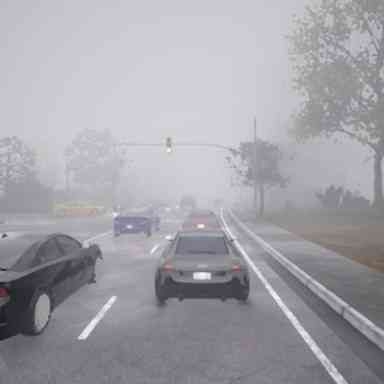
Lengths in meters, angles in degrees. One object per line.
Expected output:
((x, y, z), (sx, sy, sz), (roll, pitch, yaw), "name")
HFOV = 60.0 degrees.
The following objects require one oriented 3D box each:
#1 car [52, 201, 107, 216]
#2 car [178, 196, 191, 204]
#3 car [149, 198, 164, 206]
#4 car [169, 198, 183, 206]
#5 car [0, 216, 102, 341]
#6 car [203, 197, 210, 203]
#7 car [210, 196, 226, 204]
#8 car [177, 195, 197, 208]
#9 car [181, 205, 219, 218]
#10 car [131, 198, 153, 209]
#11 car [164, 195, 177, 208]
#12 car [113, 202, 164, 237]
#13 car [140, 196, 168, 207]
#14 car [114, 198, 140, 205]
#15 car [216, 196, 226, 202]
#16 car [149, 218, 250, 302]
((-10.840, 1.616, 32.248), (5.008, 1.535, 1.882), (0, 0, -3), "car")
((-1.532, 1.665, 72.166), (2.097, 1.767, 4.553), (0, 0, 8), "car")
((-6.544, 1.829, 61.662), (1.994, 1.385, 4.181), (0, 0, 7), "car")
((-2.972, 1.867, 62.002), (1.895, 1.301, 4.718), (0, 0, 8), "car")
((-3.298, 1.507, 6.729), (1.882, 1.535, 5.008), (0, 0, 1), "car")
((3.832, 1.884, 83.437), (2.128, 1.511, 4.902), (0, 0, 10), "car")
((5.734, 1.788, 73.371), (1.882, 1.535, 5.008), (0, 0, 9), "car")
((-0.515, 1.440, 50.860), (2.150, 2.045, 5.566), (0, 0, 5), "car")
((0.536, 1.644, 18.474), (1.994, 1.385, 4.181), (0, 0, 2), "car")
((-7.724, 1.713, 51.721), (2.128, 1.511, 4.902), (0, 0, 6), "car")
((-4.084, 1.732, 52.876), (1.837, 1.490, 4.892), (0, 0, 7), "car")
((-2.957, 1.558, 18.738), (1.882, 1.535, 5.008), (0, 0, 2), "car")
((-5.008, 1.679, 43.622), (2.128, 1.511, 4.902), (0, 0, 5), "car")
((-8.619, 1.674, 42.537), (2.128, 1.511, 4.902), (0, 0, 5), "car")
((7.396, 1.767, 83.498), (2.033, 1.411, 5.357), (0, 0, 10), "car")
((0.239, 1.601, 8.444), (1.994, 1.385, 4.181), (0, 0, 1), "car")
